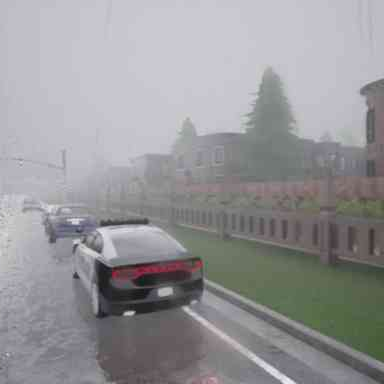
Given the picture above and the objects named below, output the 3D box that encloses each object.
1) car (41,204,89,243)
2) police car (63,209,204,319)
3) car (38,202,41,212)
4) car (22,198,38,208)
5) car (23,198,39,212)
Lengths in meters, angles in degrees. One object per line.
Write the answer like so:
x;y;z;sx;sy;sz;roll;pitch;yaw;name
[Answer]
-6.090;1.367;16.523;2.097;1.767;4.553;0;0;-27;car
-1.607;1.429;7.741;1.930;1.638;5.238;0;0;-27;police car
-8.829;1.549;21.895;1.812;1.442;4.674;0;0;-27;car
-24.244;1.612;49.794;2.033;1.411;5.357;0;0;-27;car
-19.052;1.652;39.686;1.895;1.301;4.718;0;0;-27;car
